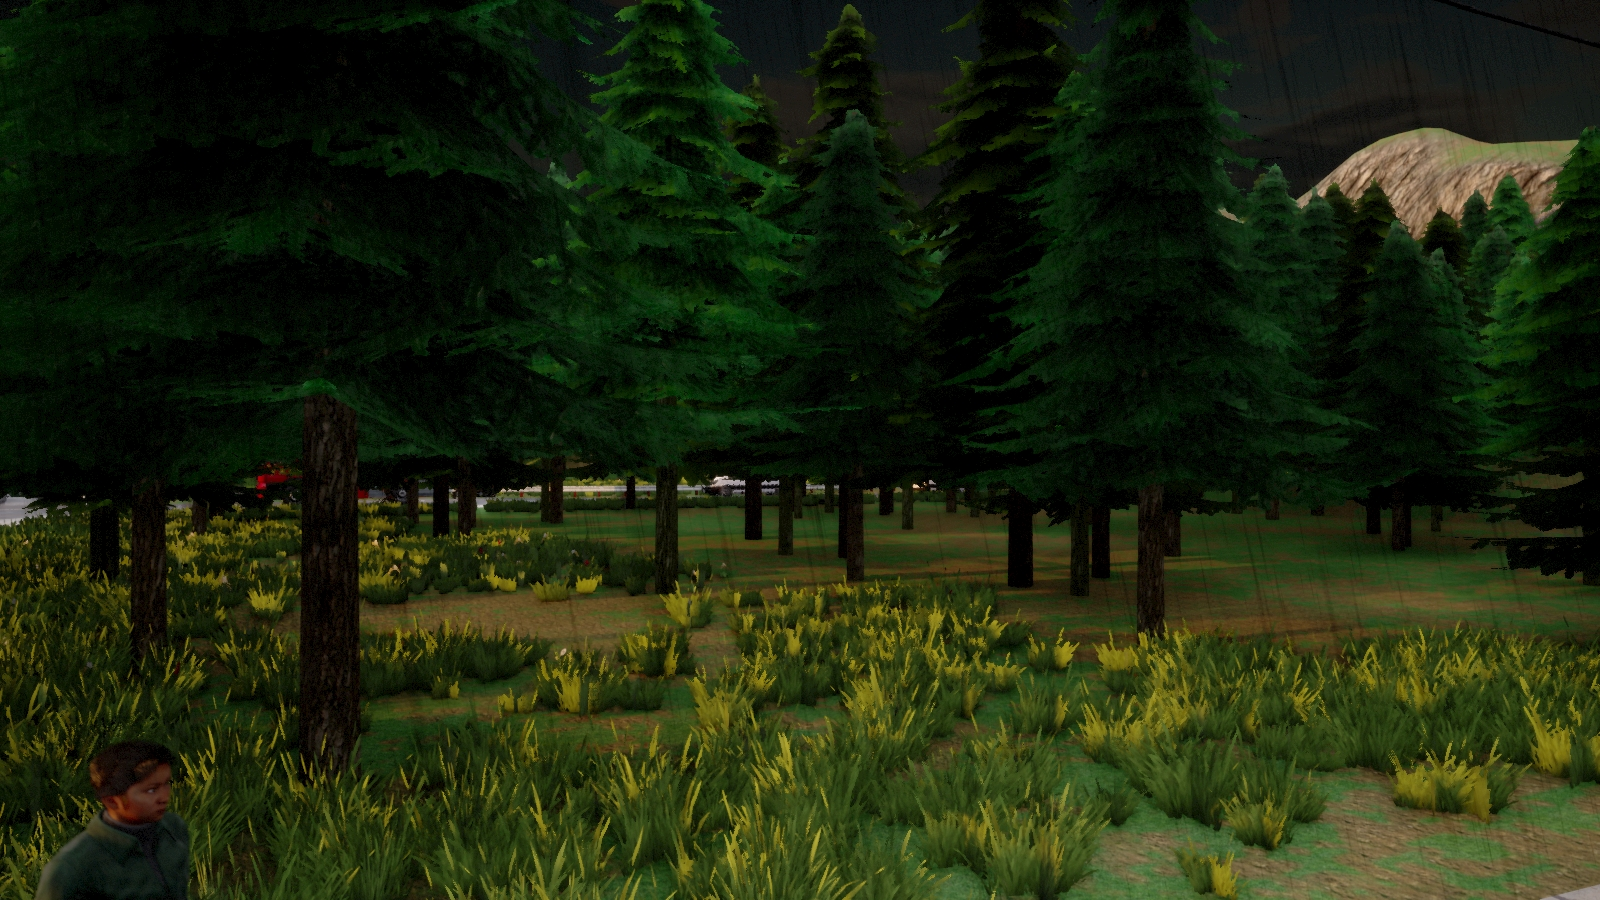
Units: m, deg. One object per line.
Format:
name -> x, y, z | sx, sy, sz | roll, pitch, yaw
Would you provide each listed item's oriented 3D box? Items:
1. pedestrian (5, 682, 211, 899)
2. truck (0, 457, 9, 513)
pedestrian -> -2.047, 1.663, 3.405 | 0.375, 1.860, 0.375 | 0, 0, 5
truck -> -38.055, 1.557, 50.127 | 5.204, 2.467, 2.627 | 0, 0, -28
